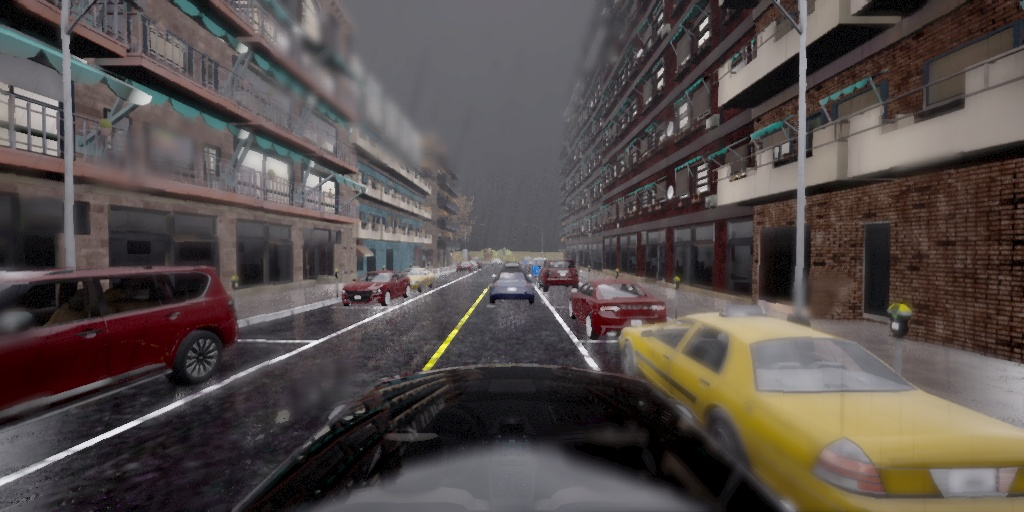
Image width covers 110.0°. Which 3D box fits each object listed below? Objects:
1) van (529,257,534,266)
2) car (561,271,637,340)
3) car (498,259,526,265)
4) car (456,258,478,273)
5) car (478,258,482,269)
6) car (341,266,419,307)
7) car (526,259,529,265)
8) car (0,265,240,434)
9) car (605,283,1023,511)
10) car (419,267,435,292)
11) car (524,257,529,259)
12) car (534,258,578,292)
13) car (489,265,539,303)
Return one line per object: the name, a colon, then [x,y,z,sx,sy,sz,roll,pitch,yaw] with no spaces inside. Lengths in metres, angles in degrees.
van: [2.690,1.072,32.548,1.690,1.789,3.998,0,0,0]
car: [2.689,1.289,9.887,1.888,1.381,4.507,0,0,0]
car: [0.000,1.249,31.504,1.837,1.490,4.892,0,0,0]
car: [-5.691,1.265,43.829,1.888,1.381,4.507,0,0,0]
car: [-5.691,1.263,49.495,2.007,1.370,4.403,0,0,0]
car: [-5.691,1.287,15.500,1.888,1.381,4.507,0,0,0]
car: [2.690,1.270,43.879,2.007,1.370,4.403,0,0,0]
car: [-5.691,1.061,4.169,2.192,1.841,5.009,0,0,0]
car: [2.690,1.271,4.393,1.751,1.417,4.829,0,0,0]
car: [-5.691,1.264,20.997,1.751,1.417,4.829,0,0,0]
car: [2.690,1.152,49.544,1.967,1.591,4.097,0,0,0]
car: [2.690,1.054,21.218,2.192,1.841,5.009,0,0,0]
car: [0.000,1.315,16.502,1.994,1.385,4.181,0,0,0]
